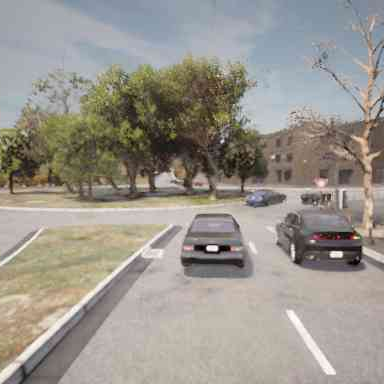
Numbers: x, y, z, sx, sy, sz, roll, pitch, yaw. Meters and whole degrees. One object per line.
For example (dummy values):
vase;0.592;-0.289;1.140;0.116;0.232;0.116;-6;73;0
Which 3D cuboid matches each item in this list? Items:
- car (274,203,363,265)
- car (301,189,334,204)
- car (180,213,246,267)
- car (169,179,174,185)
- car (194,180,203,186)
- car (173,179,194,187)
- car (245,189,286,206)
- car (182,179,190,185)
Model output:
car;4.004;1.358;11.198;1.837;1.490;4.892;0;1;5
car;12.553;0.386;33.114;1.895;1.301;4.718;3;5;38
car;0.709;1.398;10.849;2.033;1.411;5.357;0;1;5
car;-4.739;-2.652;85.329;1.837;1.490;4.892;0;2;-3
car;0.856;-1.957;70.687;1.895;1.301;4.718;-1;3;-11
car;-1.787;-1.772;67.609;2.033;1.411;5.357;-1;4;-15
car;6.971;0.453;31.141;2.033;1.411;5.357;3;5;39
car;-1.506;-2.571;85.680;1.895;1.301;4.718;0;2;-3
